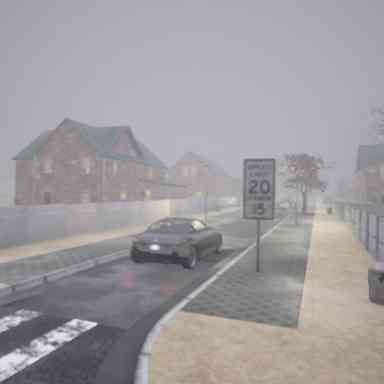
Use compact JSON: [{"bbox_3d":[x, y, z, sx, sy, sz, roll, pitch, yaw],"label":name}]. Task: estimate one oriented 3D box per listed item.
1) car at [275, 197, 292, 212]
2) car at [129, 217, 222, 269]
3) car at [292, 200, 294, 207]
[{"bbox_3d":[10.444,1.623,39.766,1.895,1.301,4.718,1,0,21],"label":"car"},{"bbox_3d":[-0.353,1.537,11.260,1.994,1.385,4.181,1,0,21],"label":"car"},{"bbox_3d":[13.840,1.549,48.911,1.837,1.490,4.892,1,0,21],"label":"car"}]
